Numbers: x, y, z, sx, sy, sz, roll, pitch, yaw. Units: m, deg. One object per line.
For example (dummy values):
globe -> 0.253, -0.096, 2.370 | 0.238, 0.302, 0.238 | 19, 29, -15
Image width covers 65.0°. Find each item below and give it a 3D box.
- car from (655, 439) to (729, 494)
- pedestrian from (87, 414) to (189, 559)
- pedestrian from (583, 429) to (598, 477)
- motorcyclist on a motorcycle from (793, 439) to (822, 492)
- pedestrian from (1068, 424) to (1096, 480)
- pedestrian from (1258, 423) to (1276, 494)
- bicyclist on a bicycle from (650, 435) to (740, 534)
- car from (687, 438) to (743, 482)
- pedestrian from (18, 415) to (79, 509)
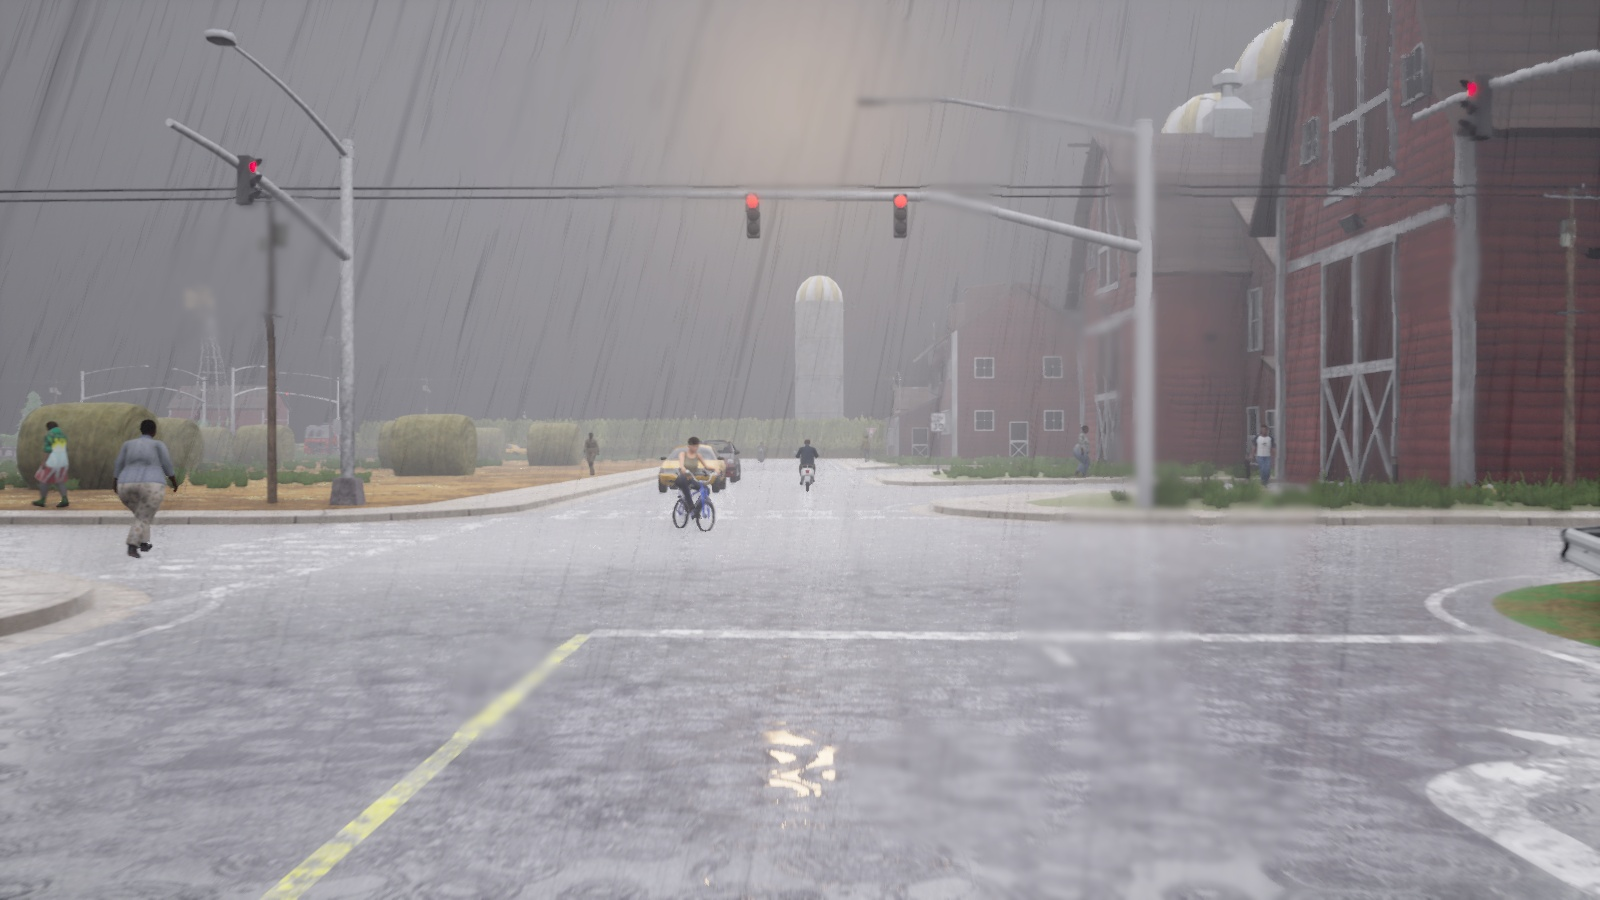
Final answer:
car -> -3.268, 0.460, 38.828 | 1.801, 1.575, 5.366 | 0, 0, 0
pedestrian -> -8.642, 0.463, 16.433 | 0.874, 1.855, 0.900 | 0, 0, -2
pedestrian -> -8.419, 0.113, 50.531 | 0.396, 1.930, 0.692 | 0, 0, 7
motorcyclist on a motorcycle -> 0.232, 0.457, 38.700 | 0.866, 1.590, 1.817 | 0, 0, 0
pedestrian -> 9.404, 0.057, 41.870 | 0.900, 1.855, 0.874 | 0, 0, 13
pedestrian -> 12.228, 0.213, 32.885 | 0.354, 1.836, 0.706 | 0, 0, 14
bicyclist on a bicycle -> -1.793, 0.570, 21.272 | 0.866, 1.612, 1.509 | 3, -1, -33
car -> -3.215, 0.371, 48.140 | 1.851, 1.617, 3.988 | 0, 0, 0
pedestrian -> -15.729, 0.244, 26.279 | 0.873, 1.952, 0.659 | 0, 0, 11
